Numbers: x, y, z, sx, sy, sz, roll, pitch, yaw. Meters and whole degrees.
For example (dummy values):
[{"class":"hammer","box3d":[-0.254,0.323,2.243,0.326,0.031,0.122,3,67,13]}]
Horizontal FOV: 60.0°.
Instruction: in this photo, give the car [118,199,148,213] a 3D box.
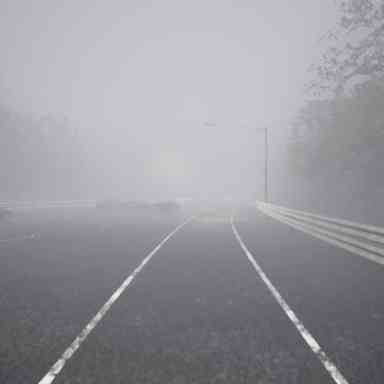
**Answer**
[{"class":"car","box3d":[-6.256,1.589,38.891,2.128,1.511,4.902,0,-1,15]}]

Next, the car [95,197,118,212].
[{"class":"car","box3d":[-9.628,1.439,39.824,2.097,1.767,4.553,0,-1,15]}]

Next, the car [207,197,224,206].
[{"class":"car","box3d":[5.003,1.869,66.475,2.097,1.767,4.553,0,-1,15]}]

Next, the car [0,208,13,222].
[{"class":"car","box3d":[-14.437,1.371,22.547,1.812,1.442,4.674,0,-1,16]}]

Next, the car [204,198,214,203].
[{"class":"car","box3d":[4.864,2.369,92.211,1.812,1.442,4.674,0,-1,15]}]

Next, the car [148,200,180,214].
[{"class":"car","box3d":[-2.878,1.609,37.900,1.882,1.535,5.008,1,0,15]}]

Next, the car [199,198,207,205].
[{"class":"car","box3d":[2.729,2.090,71.365,1.812,1.442,4.674,0,-1,15]}]
